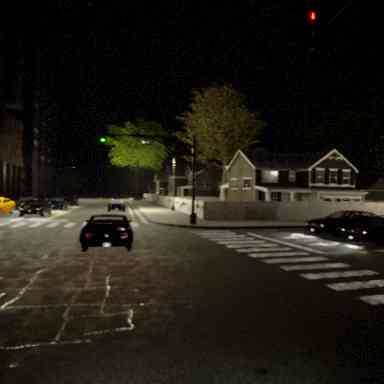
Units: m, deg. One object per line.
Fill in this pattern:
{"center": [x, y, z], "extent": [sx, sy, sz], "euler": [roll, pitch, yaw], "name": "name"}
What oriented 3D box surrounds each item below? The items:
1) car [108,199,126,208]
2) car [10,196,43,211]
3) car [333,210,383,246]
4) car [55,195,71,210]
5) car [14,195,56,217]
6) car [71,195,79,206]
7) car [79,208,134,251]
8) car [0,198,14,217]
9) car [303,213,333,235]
{"center": [-8.426, 1.478, 37.276], "extent": [1.895, 1.301, 4.718], "euler": [1, 0, -12], "name": "car"}
{"center": [-18.680, 1.249, 37.811], "extent": [2.033, 1.411, 5.357], "euler": [1, 0, -12], "name": "car"}
{"center": [10.039, 1.789, 16.282], "extent": [5.357, 1.411, 2.033], "euler": [1, 0, -14], "name": "car"}
{"center": [-15.314, 1.323, 37.578], "extent": [1.994, 1.385, 4.181], "euler": [1, 0, -11], "name": "car"}
{"center": [-13.472, 1.293, 28.890], "extent": [1.837, 1.490, 4.892], "euler": [1, 0, -12], "name": "car"}
{"center": [-17.531, 1.223, 48.060], "extent": [1.837, 1.490, 4.892], "euler": [1, 1, -13], "name": "car"}
{"center": [-3.457, 1.562, 13.886], "extent": [1.895, 1.301, 4.718], "euler": [1, 0, -12], "name": "car"}
{"center": [-16.660, 1.211, 28.251], "extent": [1.882, 1.535, 5.008], "euler": [1, 0, -11], "name": "car"}
{"center": [9.277, 1.787, 19.474], "extent": [5.357, 1.411, 2.033], "euler": [1, 0, -18], "name": "car"}
